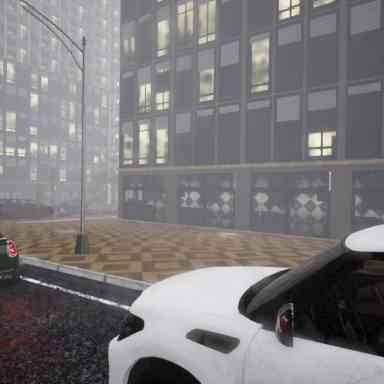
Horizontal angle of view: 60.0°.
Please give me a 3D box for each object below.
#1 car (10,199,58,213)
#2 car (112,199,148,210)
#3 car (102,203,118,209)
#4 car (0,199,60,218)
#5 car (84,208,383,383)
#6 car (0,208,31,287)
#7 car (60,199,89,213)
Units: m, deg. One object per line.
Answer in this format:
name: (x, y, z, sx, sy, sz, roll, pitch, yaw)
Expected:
car: (-18.682, 1.642, 39.576, 1.752, 1.417, 4.829, 1, 0, 36)
car: (-8.966, 1.762, 48.382, 2.128, 1.511, 4.902, 1, 0, 36)
car: (-8.386, 1.830, 39.428, 1.752, 1.417, 4.829, 1, 0, 36)
car: (-15.170, 1.519, 30.206, 2.192, 1.841, 5.009, 1, 0, 36)
car: (1.864, 1.222, 2.353, 5.566, 2.045, 2.150, 0, 0, 36)
car: (-6.211, 1.348, 8.089, 4.553, 1.767, 2.097, 0, 0, 35)
car: (-14.901, 1.688, 40.328, 1.837, 1.490, 4.892, 1, 0, 37)
